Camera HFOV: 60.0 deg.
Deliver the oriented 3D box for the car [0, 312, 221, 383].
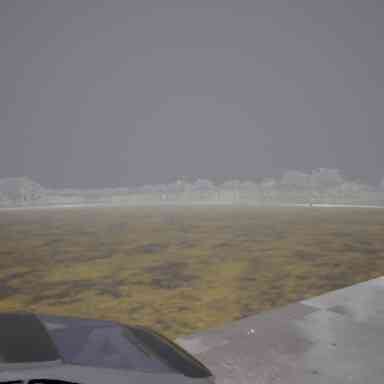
[{"bbox_3d":[-1.737,1.564,1.815,4.181,1.385,1.994,0,0,-35],"label":"car"}]
